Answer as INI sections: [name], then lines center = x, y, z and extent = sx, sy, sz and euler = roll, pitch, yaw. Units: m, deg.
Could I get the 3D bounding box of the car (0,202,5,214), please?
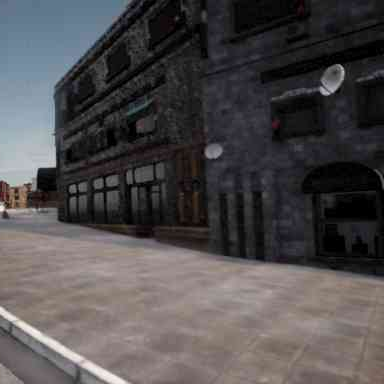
[car]
center = -32.788, 2.674, 55.596
extent = 2.150, 2.045, 5.566
euler = -2, -1, -17
